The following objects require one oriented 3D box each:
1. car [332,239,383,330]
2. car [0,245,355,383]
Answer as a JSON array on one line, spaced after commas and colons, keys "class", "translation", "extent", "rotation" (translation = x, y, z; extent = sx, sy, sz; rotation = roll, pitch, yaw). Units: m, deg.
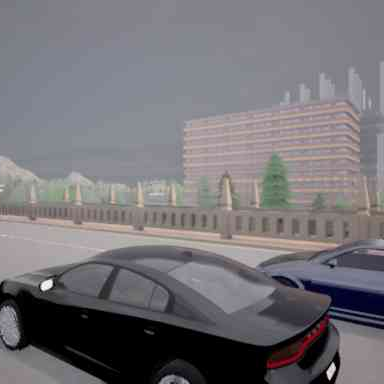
[{"class": "car", "translation": [3.182, 1.564, 6.027], "extent": [4.181, 1.385, 1.994], "rotation": [0, 0, 35]}, {"class": "car", "translation": [-0.732, 1.478, 4.516], "extent": [5.008, 1.535, 1.882], "rotation": [0, 0, 35]}]
